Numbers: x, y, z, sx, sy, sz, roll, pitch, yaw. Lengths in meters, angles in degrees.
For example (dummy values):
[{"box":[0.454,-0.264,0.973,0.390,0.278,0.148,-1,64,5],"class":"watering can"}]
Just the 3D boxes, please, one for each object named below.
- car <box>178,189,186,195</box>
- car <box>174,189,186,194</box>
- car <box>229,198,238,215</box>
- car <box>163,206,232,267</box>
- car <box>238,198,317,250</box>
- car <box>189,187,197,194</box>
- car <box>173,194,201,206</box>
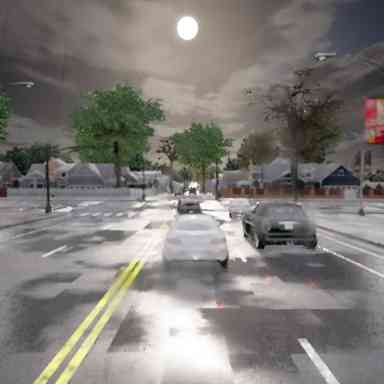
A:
[{"box":[-2.601,-0.035,89.074,1.882,1.535,5.008,0,1,1],"class":"car"},{"box":[-2.793,0.268,73.459,1.994,1.385,4.181,0,1,1],"class":"car"},{"box":[4.038,1.212,27.328,1.812,1.442,4.674,0,1,10],"class":"car"},{"box":[0.101,1.392,10.769,1.812,1.442,4.674,0,1,0],"class":"car"},{"box":[3.351,1.188,13.588,2.097,1.767,4.553,0,1,0],"class":"car"},{"box":[0.107,0.052,85.522,1.837,1.490,4.892,0,1,1],"class":"car"},{"box":[-0.384,1.197,26.722,1.837,1.490,4.892,0,1,-6],"class":"car"}]
